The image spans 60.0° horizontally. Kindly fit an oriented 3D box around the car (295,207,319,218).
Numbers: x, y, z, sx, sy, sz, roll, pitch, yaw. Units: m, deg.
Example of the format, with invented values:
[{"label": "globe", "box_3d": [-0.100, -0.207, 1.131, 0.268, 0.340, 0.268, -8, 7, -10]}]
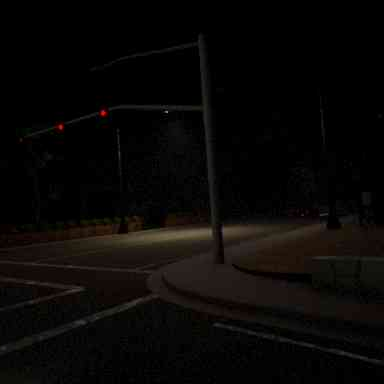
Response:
[{"label": "car", "box_3d": [15.427, 2.677, 44.257, 1.895, 1.301, 4.718, -6, -4, 37]}]
